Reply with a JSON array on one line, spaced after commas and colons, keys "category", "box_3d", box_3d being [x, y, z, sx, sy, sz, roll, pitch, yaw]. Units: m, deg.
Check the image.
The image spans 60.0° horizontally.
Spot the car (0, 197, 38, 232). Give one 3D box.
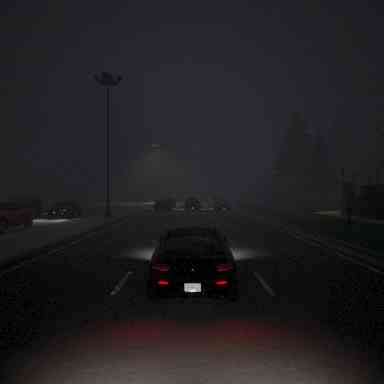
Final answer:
[{"category": "car", "box_3d": [-11.465, 1.352, 19.841, 2.097, 1.767, 4.553, 0, 0, 0]}]

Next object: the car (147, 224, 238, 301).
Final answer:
[{"category": "car", "box_3d": [0.017, 1.526, 8.198, 1.812, 1.442, 4.674, 0, 0, 0]}]

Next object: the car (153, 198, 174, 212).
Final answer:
[{"category": "car", "box_3d": [-3.421, 1.526, 39.232, 1.812, 1.442, 4.674, 0, 0, 0]}]

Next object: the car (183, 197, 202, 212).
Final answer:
[{"category": "car", "box_3d": [0.078, 1.505, 38.808, 1.837, 1.490, 4.892, 0, 0, 0]}]

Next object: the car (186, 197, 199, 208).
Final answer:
[{"category": "car", "box_3d": [0.099, 1.505, 49.228, 1.837, 1.490, 4.892, 0, 0, 0]}]

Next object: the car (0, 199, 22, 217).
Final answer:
[{"category": "car", "box_3d": [-18.436, 1.505, 31.840, 1.837, 1.490, 4.892, 0, 0, 0]}]

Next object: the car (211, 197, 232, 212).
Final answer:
[{"category": "car", "box_3d": [3.579, 1.601, 39.247, 1.895, 1.301, 4.718, 0, 0, 0]}]

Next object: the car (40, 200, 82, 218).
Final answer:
[{"category": "car", "box_3d": [-11.439, 1.505, 30.015, 1.837, 1.490, 4.892, 0, 0, 0]}]

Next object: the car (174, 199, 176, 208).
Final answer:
[{"category": "car", "box_3d": [-3.401, 1.564, 49.235, 1.994, 1.385, 4.181, 0, 0, 0]}]

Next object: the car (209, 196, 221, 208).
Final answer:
[{"category": "car", "box_3d": [3.599, 1.352, 49.191, 2.097, 1.767, 4.553, 0, 0, 0]}]

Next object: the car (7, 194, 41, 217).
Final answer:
[{"category": "car", "box_3d": [-14.942, 1.221, 28.776, 2.150, 2.045, 5.566, 0, 0, 0]}]
